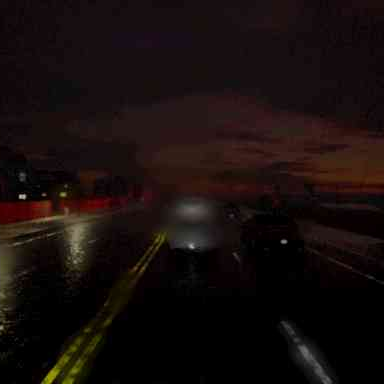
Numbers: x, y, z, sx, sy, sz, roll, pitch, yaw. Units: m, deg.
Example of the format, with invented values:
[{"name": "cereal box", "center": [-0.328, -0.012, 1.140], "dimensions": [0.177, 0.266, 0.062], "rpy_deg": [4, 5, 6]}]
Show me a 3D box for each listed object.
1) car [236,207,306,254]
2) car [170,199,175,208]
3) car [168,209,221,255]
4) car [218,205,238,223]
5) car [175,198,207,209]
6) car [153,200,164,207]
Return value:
[{"name": "car", "center": [3.281, 1.623, 14.253], "dimensions": [1.882, 1.535, 5.008], "rpy_deg": [0, 0, 0]}, {"name": "car", "center": [-3.230, 2.165, 63.945], "dimensions": [1.882, 1.535, 5.008], "rpy_deg": [0, -1, 0]}, {"name": "car", "center": [0.029, 1.667, 13.900], "dimensions": [1.812, 1.442, 4.674], "rpy_deg": [0, 0, 0]}, {"name": "car", "center": [3.288, 1.824, 28.900], "dimensions": [1.812, 1.442, 4.674], "rpy_deg": [0, 0, 1]}, {"name": "car", "center": [0.024, 1.509, 27.565], "dimensions": [2.150, 2.045, 5.566], "rpy_deg": [0, 0, 0]}, {"name": "car", "center": [-6.466, 2.251, 65.335], "dimensions": [2.033, 1.411, 5.357], "rpy_deg": [0, -1, 0]}]
